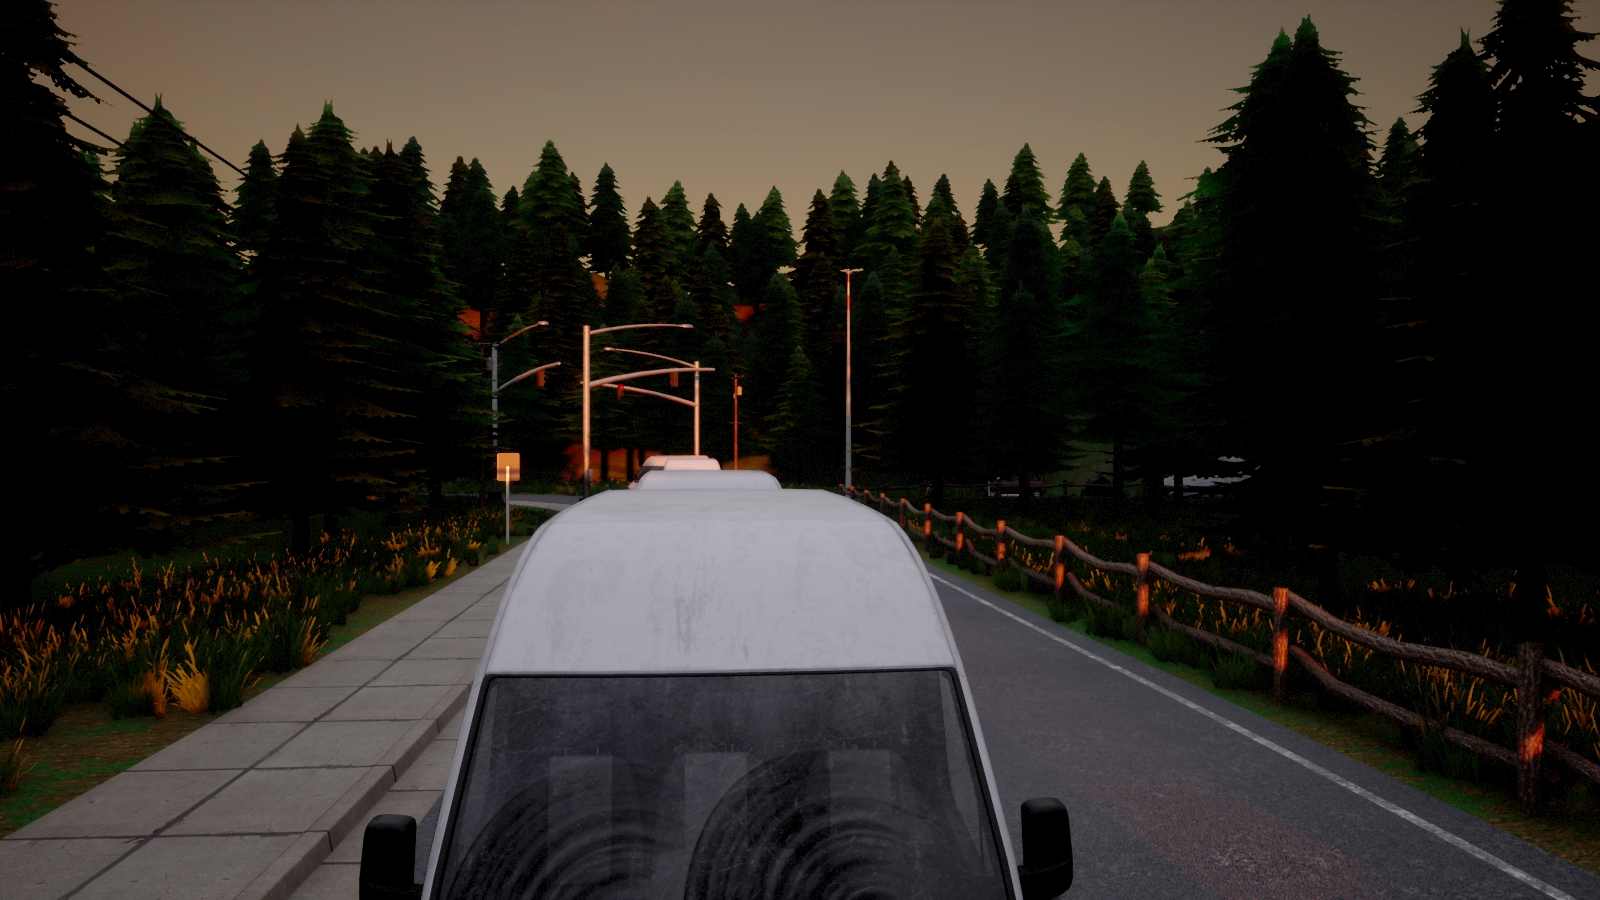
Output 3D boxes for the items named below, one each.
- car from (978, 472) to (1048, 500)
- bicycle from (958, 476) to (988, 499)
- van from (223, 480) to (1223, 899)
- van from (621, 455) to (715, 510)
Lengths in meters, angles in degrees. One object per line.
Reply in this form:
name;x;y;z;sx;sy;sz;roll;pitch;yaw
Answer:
car;12.149;2.026;65.282;3.705;1.549;1.789;0;0;3
bicycle;9.876;2.158;65.277;1.487;1.276;0.859;0;0;-6
van;-0.360;1.499;5.226;1.988;2.561;5.915;0;0;-5
van;-6.375;1.515;56.025;1.988;2.561;5.915;0;0;22
